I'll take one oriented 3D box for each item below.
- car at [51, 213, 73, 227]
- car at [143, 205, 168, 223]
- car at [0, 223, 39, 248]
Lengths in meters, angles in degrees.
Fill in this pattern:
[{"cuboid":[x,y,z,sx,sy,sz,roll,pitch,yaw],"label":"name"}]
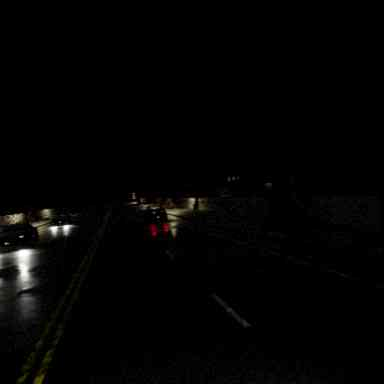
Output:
[{"cuboid":[-15.166,3.192,38.958,1.994,1.385,4.181,-5,0,-13],"label":"car"},{"cuboid":[-3.548,2.056,31.784,2.128,1.511,4.902,-5,0,-13],"label":"car"},{"cuboid":[-11.230,2.765,21.483,1.812,1.442,4.674,-5,0,-13],"label":"car"}]
